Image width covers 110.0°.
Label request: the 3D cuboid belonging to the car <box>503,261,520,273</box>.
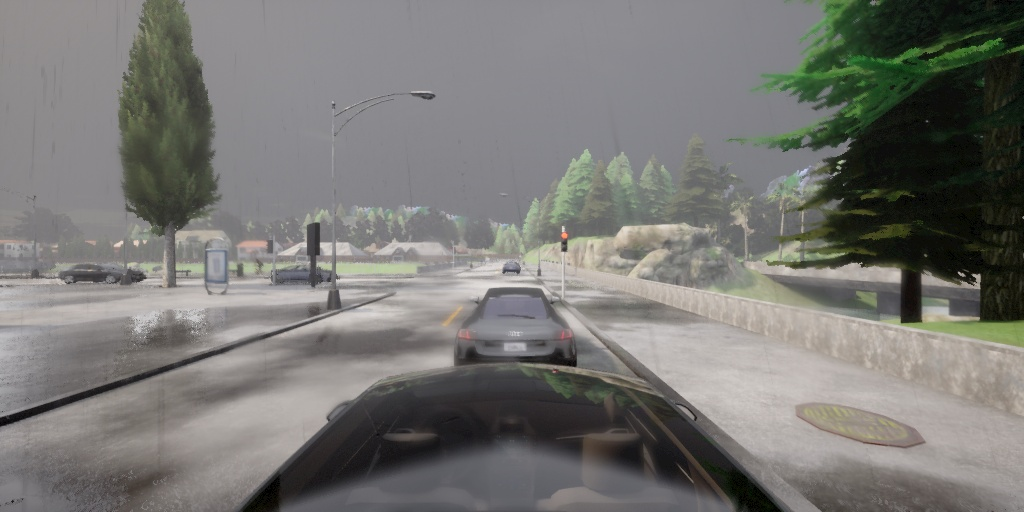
[{"bbox_3d":[-0.041,1.314,42.940,1.994,1.385,4.181,0,0,2],"label":"car"}]

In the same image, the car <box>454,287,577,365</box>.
[{"bbox_3d":[0.064,1.314,7.295,1.994,1.385,4.181,0,0,0],"label":"car"}]

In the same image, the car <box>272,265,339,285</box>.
[{"bbox_3d":[-14.730,1.313,25.704,4.181,1.385,1.994,0,0,0],"label":"car"}]

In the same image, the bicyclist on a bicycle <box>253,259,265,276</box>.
[{"bbox_3d":[-24.099,1.099,34.120,0.582,1.620,1.656,0,0,0],"label":"bicyclist on a bicycle"}]

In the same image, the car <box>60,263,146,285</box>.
[{"bbox_3d":[-29.249,1.254,25.723,4.892,1.490,1.837,0,0,0],"label":"car"}]
